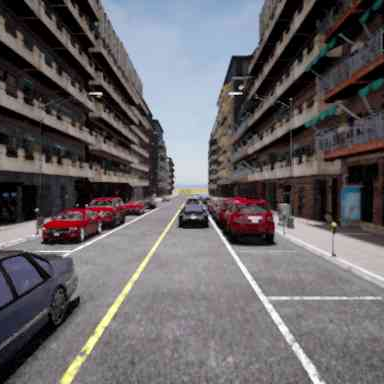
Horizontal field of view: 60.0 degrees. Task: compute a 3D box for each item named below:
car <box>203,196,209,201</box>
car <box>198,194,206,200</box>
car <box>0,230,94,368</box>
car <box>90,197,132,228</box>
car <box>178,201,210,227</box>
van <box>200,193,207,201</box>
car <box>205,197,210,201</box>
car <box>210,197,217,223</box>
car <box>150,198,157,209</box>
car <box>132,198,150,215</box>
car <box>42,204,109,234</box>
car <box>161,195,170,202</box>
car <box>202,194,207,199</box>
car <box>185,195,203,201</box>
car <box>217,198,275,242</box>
[{"bbox_3d":[2.655,1.525,38.971,1.947,1.339,4.313,-1,0,0],"label":"car"},{"bbox_3d":[2.687,1.303,89.953,1.967,1.590,4.097,-1,0,0],"label":"car"},{"bbox_3d":[-3.100,1.544,4.196,2.033,1.411,5.357,0,0,0],"label":"car"},{"bbox_3d":[-5.704,1.296,21.918,2.192,1.841,5.009,-1,0,0],"label":"car"},{"bbox_3d":[0.102,1.543,22.844,1.994,1.385,4.181,0,0,0],"label":"car"},{"bbox_3d":[2.684,1.231,78.623,1.690,1.788,3.998,-1,0,0],"label":"van"},{"bbox_3d":[2.648,1.511,33.307,1.887,1.381,4.507,-1,0,0],"label":"car"},{"bbox_3d":[2.643,1.296,21.978,2.192,1.841,5.009,-1,0,0],"label":"car"},{"bbox_3d":[-5.697,1.516,44.579,1.947,1.339,4.313,-1,0,0],"label":"car"},{"bbox_3d":[-5.699,1.511,33.248,1.887,1.381,4.507,-1,0,0],"label":"car"},{"bbox_3d":[-5.701,1.531,16.256,1.887,1.381,4.507,-1,0,0],"label":"car"},{"bbox_3d":[-5.693,1.453,72.904,2.008,1.369,4.403,-1,0,0],"label":"car"},{"bbox_3d":[2.686,1.498,55.964,1.947,1.339,4.313,-1,0,0],"label":"car"},{"bbox_3d":[0.105,1.476,44.204,1.812,1.442,4.674,0,0,0],"label":"car"},{"bbox_3d":[2.642,1.302,16.313,2.192,1.841,5.009,-1,0,0],"label":"car"}]
